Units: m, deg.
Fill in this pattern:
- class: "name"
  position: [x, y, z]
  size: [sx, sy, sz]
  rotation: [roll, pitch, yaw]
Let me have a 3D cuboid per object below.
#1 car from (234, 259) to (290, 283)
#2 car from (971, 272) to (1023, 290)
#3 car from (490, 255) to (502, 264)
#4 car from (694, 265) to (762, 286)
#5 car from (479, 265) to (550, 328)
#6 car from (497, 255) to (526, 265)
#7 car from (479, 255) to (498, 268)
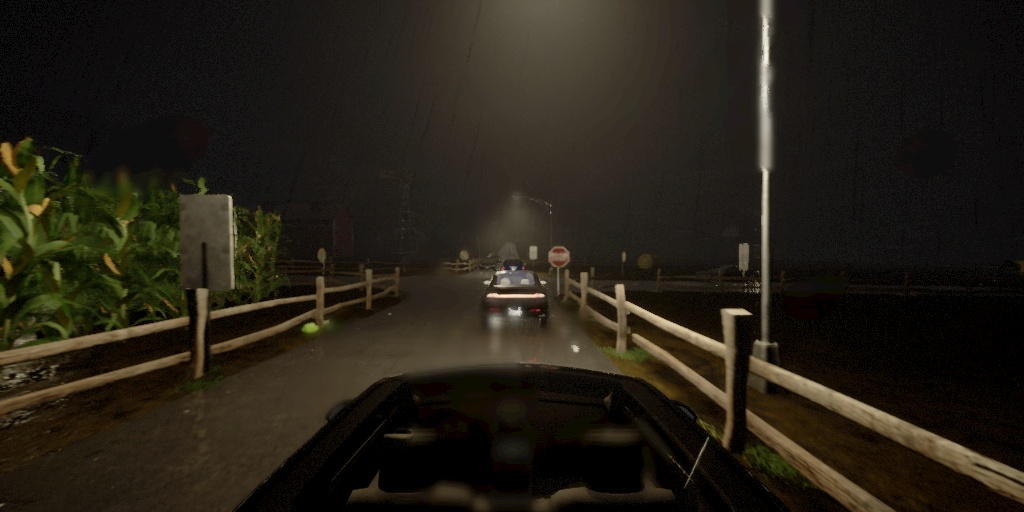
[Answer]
- class: "car"
  position: [-17.707, 0.974, 24.229]
  size: [4.892, 1.490, 1.837]
  rotation: [1, 2, 0]
- class: "car"
  position: [37.548, 1.847, 27.002]
  size: [4.718, 1.301, 1.895]
  rotation: [1, 2, 0]
- class: "car"
  position: [-2.765, 0.582, 62.460]
  size: [1.837, 1.490, 4.892]
  rotation: [0, 1, 0]
- class: "car"
  position: [16.282, 1.411, 27.076]
  size: [4.674, 1.442, 1.812]
  rotation: [1, 2, 0]
- class: "car"
  position: [0.099, 1.199, 11.264]
  size: [2.128, 1.511, 4.902]
  rotation: [0, 0, 0]
- class: "car"
  position: [0.098, 0.976, 29.575]
  size: [2.097, 1.767, 4.553]
  rotation: [0, 0, 0]
- class: "car"
  position: [-2.841, 0.990, 43.185]
  size: [1.882, 1.535, 5.008]
  rotation: [0, 1, 0]
